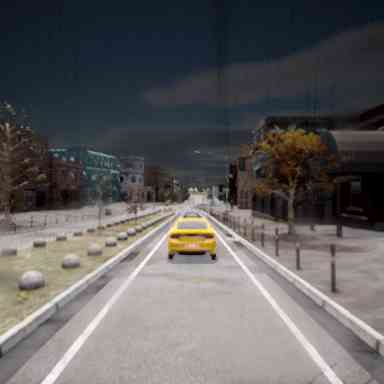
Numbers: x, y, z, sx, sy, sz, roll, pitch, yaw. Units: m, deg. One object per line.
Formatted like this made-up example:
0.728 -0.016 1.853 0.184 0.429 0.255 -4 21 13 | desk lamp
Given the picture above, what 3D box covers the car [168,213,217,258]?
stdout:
0.013 1.878 14.529 1.882 1.535 5.008 0 -2 0 | car
